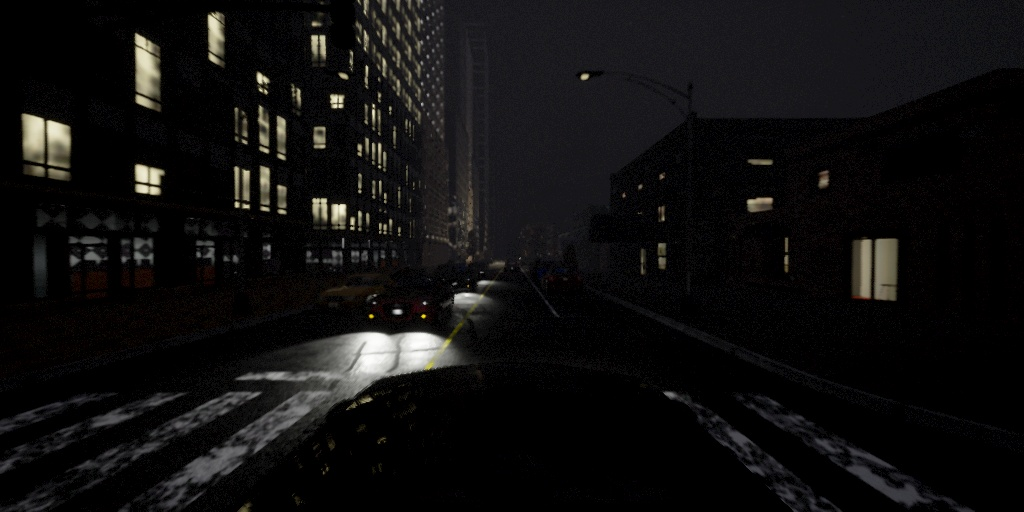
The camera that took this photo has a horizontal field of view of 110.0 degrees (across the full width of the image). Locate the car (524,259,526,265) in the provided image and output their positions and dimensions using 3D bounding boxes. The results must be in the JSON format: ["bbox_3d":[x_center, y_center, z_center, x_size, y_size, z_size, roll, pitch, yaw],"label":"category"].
[{"bbox_3d":[3.156,1.276,52.772,1.837,1.490,4.892,0,0,0],"label":"car"}]

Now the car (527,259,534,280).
[{"bbox_3d":[2.695,1.077,31.151,2.192,1.841,5.009,0,0,0],"label":"car"}]

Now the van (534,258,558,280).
[{"bbox_3d":[2.694,1.101,25.507,1.690,1.789,3.998,0,0,0],"label":"van"}]

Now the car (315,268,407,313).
[{"bbox_3d":[-5.826,1.280,14.105,1.751,1.417,4.829,0,0,0],"label":"car"}]

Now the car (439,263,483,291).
[{"bbox_3d":[-3.094,1.322,21.537,1.994,1.385,4.181,0,0,0],"label":"car"}]

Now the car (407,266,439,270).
[{"bbox_3d":[-5.654,1.323,19.918,1.948,1.339,4.313,0,0,0],"label":"car"}]

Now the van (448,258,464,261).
[{"bbox_3d":[-5.651,1.105,36.851,1.690,1.789,3.998,0,0,0],"label":"van"}]

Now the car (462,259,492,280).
[{"bbox_3d":[-3.084,1.267,31.912,1.837,1.490,4.892,0,0,0],"label":"car"}]

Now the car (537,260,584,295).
[{"bbox_3d":[2.694,1.197,19.863,1.967,1.591,4.097,0,0,0],"label":"car"}]

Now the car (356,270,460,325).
[{"bbox_3d":[-3.099,1.318,11.684,1.994,1.385,4.181,0,0,0],"label":"car"}]

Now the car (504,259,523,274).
[{"bbox_3d":[0.008,1.331,42.360,1.994,1.385,4.181,0,0,0],"label":"car"}]

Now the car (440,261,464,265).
[{"bbox_3d":[-5.652,1.328,31.207,1.948,1.339,4.313,0,0,0],"label":"car"}]
